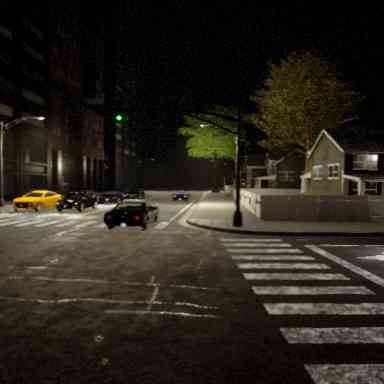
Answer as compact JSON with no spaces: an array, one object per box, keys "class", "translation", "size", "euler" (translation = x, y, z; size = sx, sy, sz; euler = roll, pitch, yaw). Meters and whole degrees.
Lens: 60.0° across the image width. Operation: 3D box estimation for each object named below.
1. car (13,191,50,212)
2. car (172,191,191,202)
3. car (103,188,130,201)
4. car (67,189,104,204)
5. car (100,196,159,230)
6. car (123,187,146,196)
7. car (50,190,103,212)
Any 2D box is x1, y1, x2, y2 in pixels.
[{"class":"car","translation":[-12.214,0.661,26.644],"size":[1.882,1.535,5.008],"euler":[1,2,5]},{"class":"car","translation":[-1.217,0.480,41.062],"size":[1.895,1.301,4.718],"euler":[1,2,4]},{"class":"car","translation":[-8.332,0.547,35.230],"size":[1.994,1.385,4.181],"euler":[1,2,5]},{"class":"car","translation":[-11.501,0.476,36.388],"size":[2.033,1.411,5.357],"euler":[1,2,4]},{"class":"car","translation":[-2.928,1.113,17.218],"size":[1.895,1.301,4.718],"euler":[1,2,4]},{"class":"car","translation":[-7.588,0.218,45.437],"size":[1.837,1.490,4.892],"euler":[1,2,3]},{"class":"car","translation":[-8.972,0.719,26.375],"size":[1.837,1.490,4.892],"euler":[1,2,4]}]
